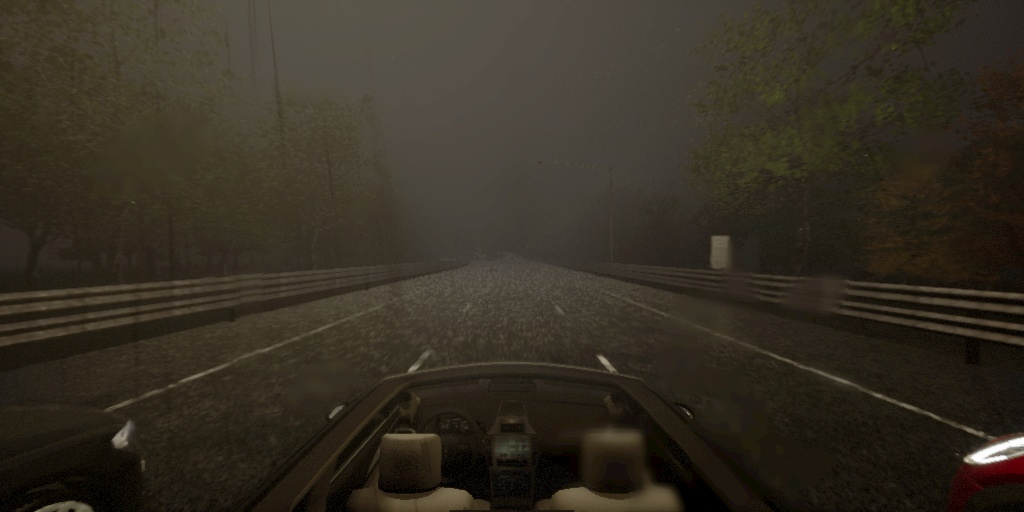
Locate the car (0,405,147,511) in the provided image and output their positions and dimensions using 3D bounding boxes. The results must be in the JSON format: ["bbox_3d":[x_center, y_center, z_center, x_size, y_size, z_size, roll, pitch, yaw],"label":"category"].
[{"bbox_3d":[-3.402,1.241,0.390,2.128,1.511,4.902,0,0,0],"label":"car"}]

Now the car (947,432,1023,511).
[{"bbox_3d":[3.598,1.101,0.160,2.097,1.767,4.553,0,0,0],"label":"car"}]
